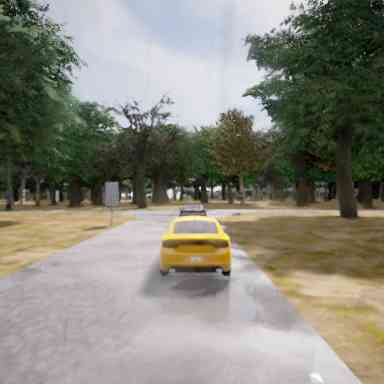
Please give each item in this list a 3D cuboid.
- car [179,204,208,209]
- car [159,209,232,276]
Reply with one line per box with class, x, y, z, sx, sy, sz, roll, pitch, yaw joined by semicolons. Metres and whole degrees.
car;0.100;1.573;23.543;2.128;1.511;4.902;0;0;1
car;0.084;1.498;10.465;1.882;1.535;5.008;0;-1;0
